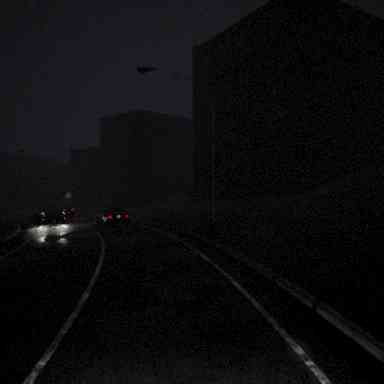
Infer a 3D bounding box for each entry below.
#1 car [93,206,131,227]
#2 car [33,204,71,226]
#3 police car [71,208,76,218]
[{"bbox_3d":[-6.171,1.806,25.294,2.033,1.411,5.357,-1,-1,-26],"label":"car"},{"bbox_3d":[-12.327,1.859,28.706,2.097,1.767,4.553,-2,-1,-32],"label":"car"},{"bbox_3d":[-15.548,2.294,39.193,2.038,1.542,4.974,-2,-1,-41],"label":"police car"}]
